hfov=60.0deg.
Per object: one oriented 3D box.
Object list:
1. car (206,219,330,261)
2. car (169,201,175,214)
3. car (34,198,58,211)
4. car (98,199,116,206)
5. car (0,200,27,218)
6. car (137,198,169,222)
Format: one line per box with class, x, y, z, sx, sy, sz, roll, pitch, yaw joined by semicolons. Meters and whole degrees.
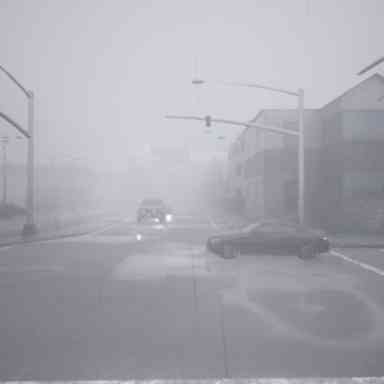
car;2.880;1.801;12.905;4.674;1.442;1.812;1;0;0
car;-3.561;2.142;43.048;1.895;1.301;4.718;0;-1;0
car;-22.593;1.924;52.280;1.905;1.878;3.866;0;-1;0
car;-22.117;2.754;86.274;4.611;1.667;2.242;0;-1;0
car;-18.901;1.922;34.407;2.007;1.523;4.514;0;-1;0
car;-3.581;1.602;30.276;2.150;2.045;5.566;0;-1;0
